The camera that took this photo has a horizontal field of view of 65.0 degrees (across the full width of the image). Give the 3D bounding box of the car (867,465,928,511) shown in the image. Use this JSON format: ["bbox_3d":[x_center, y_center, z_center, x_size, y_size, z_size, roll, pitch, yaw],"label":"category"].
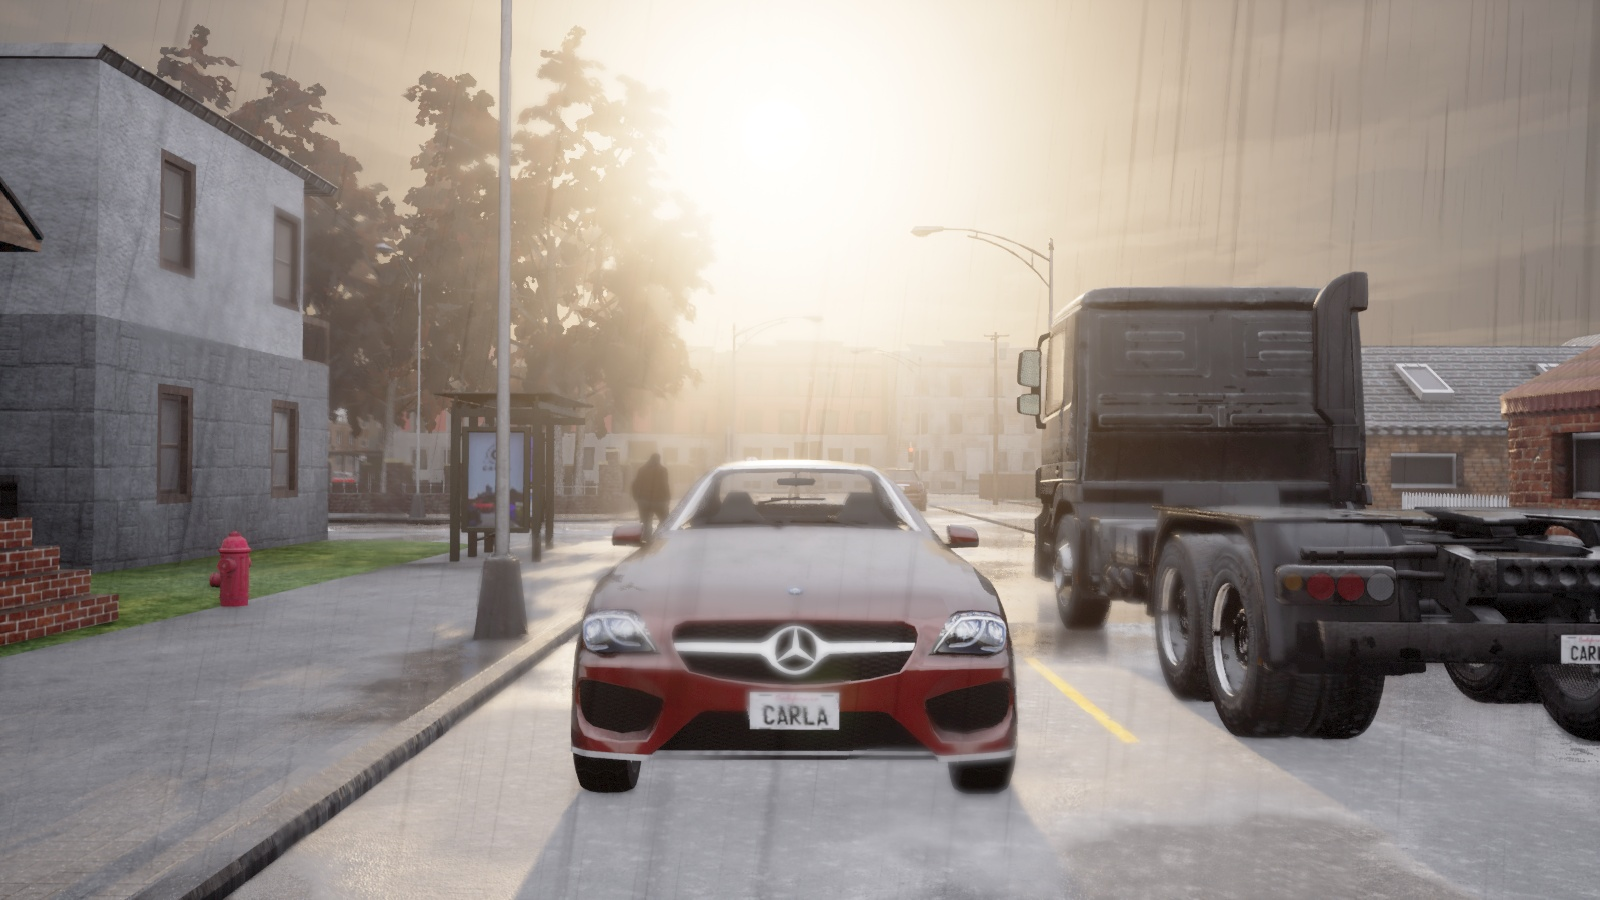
[{"bbox_3d":[3.877,1.506,50.618,2.097,1.767,4.553,0,-1,0],"label":"car"}]

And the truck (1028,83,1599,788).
[{"bbox_3d":[3.956,-0.013,10.135,2.891,3.462,7.936,0,-1,1],"label":"truck"}]

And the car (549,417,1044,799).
[{"bbox_3d":[-0.022,0.727,7.979,2.152,1.651,5.027,0,-1,0],"label":"car"}]

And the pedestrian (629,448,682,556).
[{"bbox_3d":[-2.532,0.904,22.042,0.634,1.844,0.899,0,-1,16],"label":"pedestrian"}]
